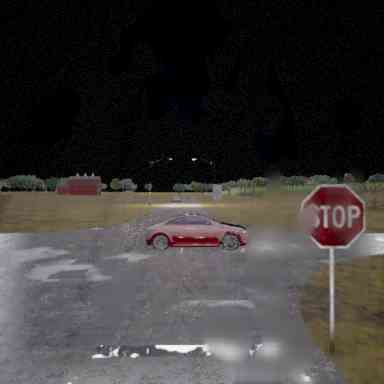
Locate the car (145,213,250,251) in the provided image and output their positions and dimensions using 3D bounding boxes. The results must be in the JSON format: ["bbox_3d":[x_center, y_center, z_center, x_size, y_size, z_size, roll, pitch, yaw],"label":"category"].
[{"bbox_3d":[0.200,1.570,13.524,4.181,1.385,1.994,0,0,0],"label":"car"}]

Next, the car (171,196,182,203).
[{"bbox_3d":[-3.022,1.496,65.358,1.994,1.385,4.181,0,0,0],"label":"car"}]
